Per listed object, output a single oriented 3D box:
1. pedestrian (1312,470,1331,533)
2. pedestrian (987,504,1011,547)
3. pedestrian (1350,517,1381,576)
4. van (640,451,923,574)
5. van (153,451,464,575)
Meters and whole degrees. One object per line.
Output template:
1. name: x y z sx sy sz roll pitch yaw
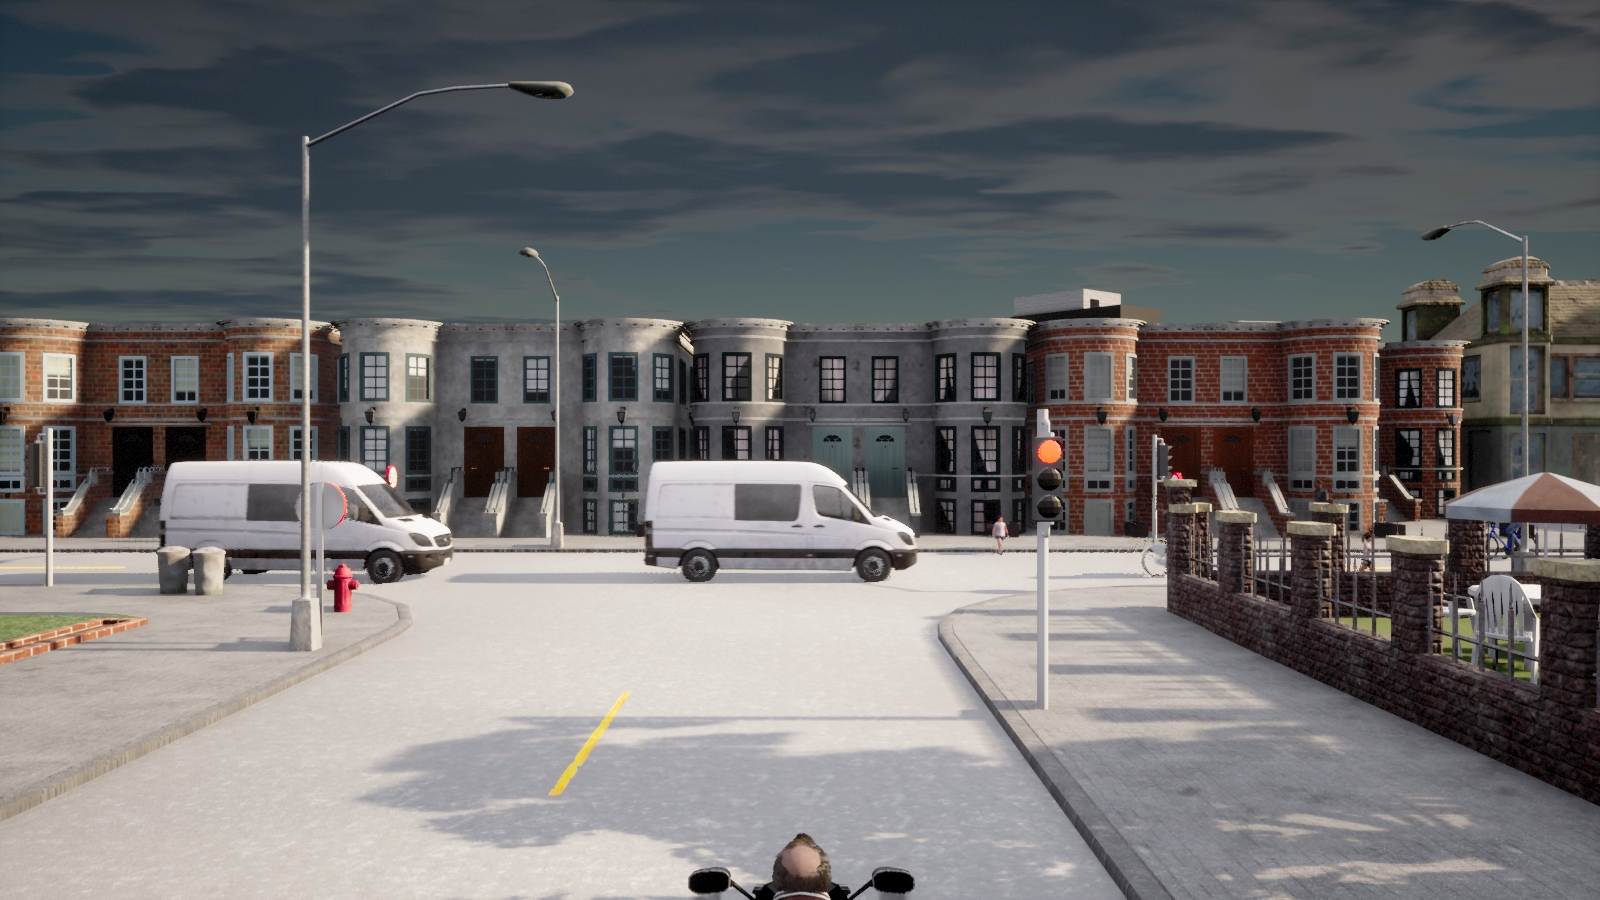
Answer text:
1. pedestrian: 15.442 1.512 33.820 0.375 1.860 0.375 0 0 0
2. pedestrian: 5.265 1.996 30.200 0.500 1.100 0.500 0 0 -8
3. pedestrian: 11.052 1.887 22.347 0.500 1.100 0.500 0 0 22
4. van: -0.380 1.305 24.918 5.915 2.561 1.988 0 0 0
5. van: -10.527 1.305 24.752 5.915 2.561 1.988 0 0 2
